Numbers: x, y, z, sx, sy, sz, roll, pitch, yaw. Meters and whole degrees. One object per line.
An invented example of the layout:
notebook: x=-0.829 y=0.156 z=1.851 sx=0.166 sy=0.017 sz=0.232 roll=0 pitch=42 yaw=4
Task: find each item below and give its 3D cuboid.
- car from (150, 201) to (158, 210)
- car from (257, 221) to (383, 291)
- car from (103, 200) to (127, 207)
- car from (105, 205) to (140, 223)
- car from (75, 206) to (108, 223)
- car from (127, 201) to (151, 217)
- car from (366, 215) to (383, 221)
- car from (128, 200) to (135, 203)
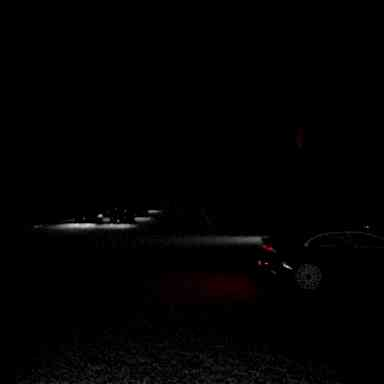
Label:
car: x=-7.037 y=2.367 z=58.653 sx=2.033 sy=1.411 sz=5.357 roll=0 pitch=1 yaw=1
car: x=4.246 y=1.694 z=9.006 sx=4.902 sy=1.511 sz=2.128 roll=0 pitch=-2 yaw=0
car: x=-10.594 y=2.202 z=45.027 sx=2.150 sy=2.045 sz=5.566 roll=0 pitch=0 yaw=0
car: x=-7.102 y=2.455 z=34.726 sx=2.033 sy=1.411 sz=5.357 roll=0 pitch=-1 yaw=0
car: x=-10.599 y=2.471 z=34.679 sx=1.994 sy=1.385 sz=4.181 roll=0 pitch=-1 yaw=0
car: x=-7.096 y=2.460 z=44.972 sx=1.882 sy=1.535 sz=5.008 roll=0 pitch=0 yaw=0
car: x=11.992 y=2.016 z=19.708 sx=4.902 sy=1.511 sz=2.128 roll=0 pitch=-2 yaw=-2
car: x=-10.540 y=2.307 z=59.379 sx=1.837 sy=1.490 sz=4.892 roll=0 pitch=2 yaw=0
